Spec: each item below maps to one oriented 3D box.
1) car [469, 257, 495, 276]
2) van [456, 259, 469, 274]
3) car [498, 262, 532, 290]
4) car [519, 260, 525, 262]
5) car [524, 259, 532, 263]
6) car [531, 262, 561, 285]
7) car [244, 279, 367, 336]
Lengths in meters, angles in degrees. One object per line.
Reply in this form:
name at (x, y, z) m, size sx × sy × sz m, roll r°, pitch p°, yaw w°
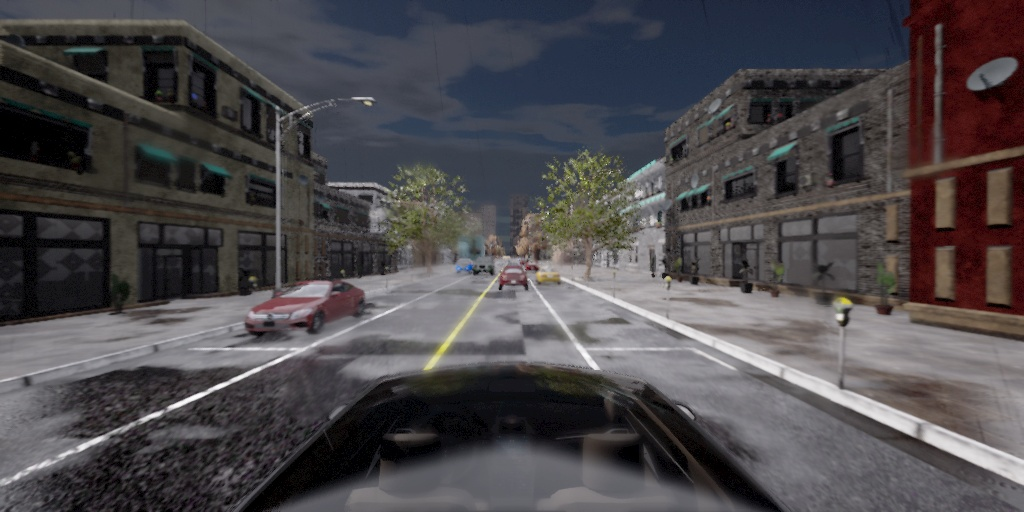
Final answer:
car at (-3.052, 1.111, 39.798) m, size 2.150 × 2.045 × 5.566 m, roll 0°, pitch -1°, yaw 0°
van at (-5.690, 1.242, 43.762) m, size 1.690 × 1.789 × 3.998 m, roll 0°, pitch 0°, yaw 0°
car at (0.091, 1.354, 23.334) m, size 1.812 × 1.442 × 4.674 m, roll 0°, pitch 0°, yaw 0°
car at (0.091, 1.454, 40.453) m, size 1.994 × 1.385 × 4.181 m, roll 0°, pitch 0°, yaw 0°
car at (2.690, 1.467, 49.307) m, size 1.888 × 1.381 × 4.507 m, roll 0°, pitch 0°, yaw 0°
car at (2.692, 1.367, 27.301) m, size 1.751 × 1.417 × 4.829 m, roll 0°, pitch 0°, yaw 0°
car at (-5.688, 1.364, 10.498) m, size 1.802 × 1.307 × 4.207 m, roll 0°, pitch 0°, yaw 0°
